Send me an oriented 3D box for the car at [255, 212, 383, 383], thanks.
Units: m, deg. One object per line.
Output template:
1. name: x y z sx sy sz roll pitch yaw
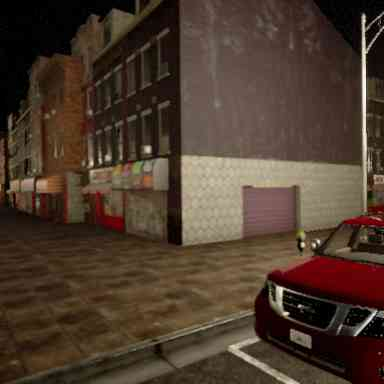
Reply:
1. car: 3.238 1.273 5.125 5.009 1.841 2.192 -1 0 -35
